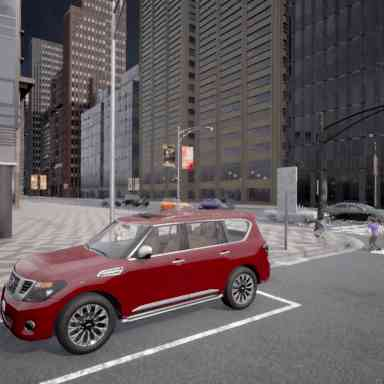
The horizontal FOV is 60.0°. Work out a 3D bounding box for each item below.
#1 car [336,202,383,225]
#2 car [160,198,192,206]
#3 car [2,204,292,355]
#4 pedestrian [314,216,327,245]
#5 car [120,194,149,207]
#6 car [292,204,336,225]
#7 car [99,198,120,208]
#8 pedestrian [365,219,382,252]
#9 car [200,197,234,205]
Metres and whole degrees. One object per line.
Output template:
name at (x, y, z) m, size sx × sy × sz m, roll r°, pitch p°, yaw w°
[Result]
car at (11.922, 1.525, 24.189) m, size 2.128 × 1.511 × 4.902 m, roll 1°, pitch -1°, yaw -41°
car at (-1.719, 1.429, 37.038) m, size 2.097 × 1.767 × 4.553 m, roll 1°, pitch 0°, yaw -36°
car at (-0.672, 1.315, 6.290) m, size 5.009 × 1.841 × 2.192 m, roll 0°, pitch 0°, yaw -36°
pedestrian at (5.116, 1.146, 13.104) m, size 0.375 × 1.860 × 0.375 m, roll 1°, pitch 0°, yaw -36°
car at (-8.850, 1.393, 52.600) m, size 2.150 × 2.045 × 5.566 m, roll 1°, pitch -1°, yaw -35°
car at (7.537, 1.617, 24.102) m, size 1.895 × 1.301 × 4.718 m, roll 1°, pitch -1°, yaw -34°
car at (-13.010, 1.704, 52.849) m, size 2.033 × 1.411 × 5.357 m, roll 1°, pitch -1°, yaw -35°
pedestrian at (6.946, 1.576, 12.600) m, size 0.375 × 1.300 × 0.375 m, roll 1°, pitch 0°, yaw -36°
car at (2.800, 1.442, 36.322) m, size 2.097 × 1.767 × 4.553 m, roll 1°, pitch -1°, yaw -36°
